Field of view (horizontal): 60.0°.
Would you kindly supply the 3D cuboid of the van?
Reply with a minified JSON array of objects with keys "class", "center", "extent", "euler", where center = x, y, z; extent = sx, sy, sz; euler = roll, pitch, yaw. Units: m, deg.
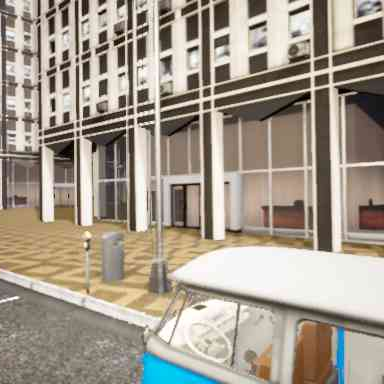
[{"class":"van","center":[1.446,1.344,1.884],"extent":[3.998,1.788,1.690],"euler":[0,-1,36]}]
